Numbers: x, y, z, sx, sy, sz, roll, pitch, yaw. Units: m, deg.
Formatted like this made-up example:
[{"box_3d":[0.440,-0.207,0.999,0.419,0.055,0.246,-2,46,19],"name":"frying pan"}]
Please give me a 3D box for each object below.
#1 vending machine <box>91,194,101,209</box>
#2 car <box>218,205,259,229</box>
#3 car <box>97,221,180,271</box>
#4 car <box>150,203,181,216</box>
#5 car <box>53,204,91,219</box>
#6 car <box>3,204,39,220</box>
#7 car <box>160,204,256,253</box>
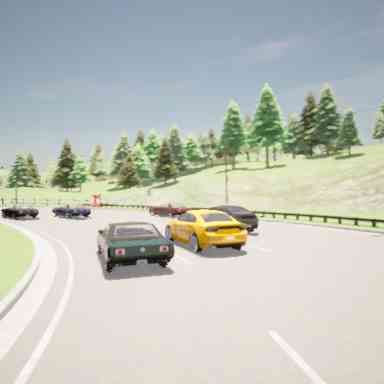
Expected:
[{"box_3d":[-14.134,1.403,48.877,0.880,2.100,1.100,-1,0,39],"name":"vending machine"},{"box_3d":[1.757,1.505,18.974,1.837,1.490,4.892,0,0,-28],"name":"car"},{"box_3d":[-2.118,1.636,11.157,1.895,1.301,4.718,-1,0,-20],"name":"car"},{"box_3d":[-2.040,1.655,30.894,1.895,1.301,4.718,-1,0,-38],"name":"car"},{"box_3d":[-11.275,1.758,31.018,1.895,1.301,4.718,-1,0,-42],"name":"car"},{"box_3d":[-16.041,1.811,30.973,1.895,1.301,4.718,-1,0,-44],"name":"car"},{"box_3d":[0.407,1.487,13.939,1.882,1.535,5.008,0,0,-22],"name":"car"}]
